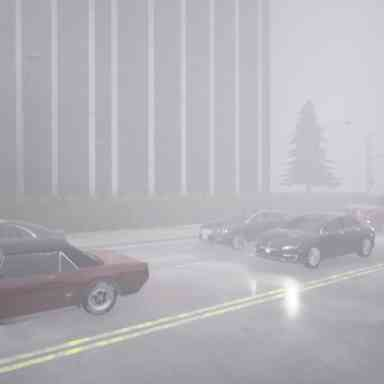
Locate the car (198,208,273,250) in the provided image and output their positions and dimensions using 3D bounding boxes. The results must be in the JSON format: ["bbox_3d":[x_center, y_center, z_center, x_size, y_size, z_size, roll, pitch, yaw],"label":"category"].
[{"bbox_3d":[2.514,1.457,14.226,4.902,1.511,2.128,0,0,-35],"label":"car"}]

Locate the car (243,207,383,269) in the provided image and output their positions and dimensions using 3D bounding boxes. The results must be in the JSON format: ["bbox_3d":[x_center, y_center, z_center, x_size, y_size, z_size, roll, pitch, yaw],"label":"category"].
[{"bbox_3d":[4.231,1.472,11.157,4.892,1.490,1.837,0,0,-34],"label":"car"}]

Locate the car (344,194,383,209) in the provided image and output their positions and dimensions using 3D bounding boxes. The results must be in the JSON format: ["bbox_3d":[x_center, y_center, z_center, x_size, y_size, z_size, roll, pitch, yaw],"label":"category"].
[{"bbox_3d":[11.071,1.156,20.113,5.566,2.045,2.150,0,0,-34],"label":"car"}]

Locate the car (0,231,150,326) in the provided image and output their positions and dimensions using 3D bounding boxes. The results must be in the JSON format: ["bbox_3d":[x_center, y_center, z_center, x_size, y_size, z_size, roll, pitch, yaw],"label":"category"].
[{"bbox_3d":[-3.268,1.597,5.976,4.718,1.301,1.895,0,0,-35],"label":"car"}]

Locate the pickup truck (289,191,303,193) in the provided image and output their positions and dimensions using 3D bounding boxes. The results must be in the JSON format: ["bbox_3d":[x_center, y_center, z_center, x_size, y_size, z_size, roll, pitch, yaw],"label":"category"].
[{"bbox_3d":[24.497,0.842,77.955,2.390,2.098,6.274,0,0,-5],"label":"pickup truck"}]

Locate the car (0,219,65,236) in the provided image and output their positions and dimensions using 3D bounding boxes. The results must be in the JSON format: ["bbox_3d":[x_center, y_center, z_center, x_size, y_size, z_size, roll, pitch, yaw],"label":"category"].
[{"bbox_3d":[-5.721,1.504,8.537,4.892,1.490,1.837,0,0,-35],"label":"car"}]
